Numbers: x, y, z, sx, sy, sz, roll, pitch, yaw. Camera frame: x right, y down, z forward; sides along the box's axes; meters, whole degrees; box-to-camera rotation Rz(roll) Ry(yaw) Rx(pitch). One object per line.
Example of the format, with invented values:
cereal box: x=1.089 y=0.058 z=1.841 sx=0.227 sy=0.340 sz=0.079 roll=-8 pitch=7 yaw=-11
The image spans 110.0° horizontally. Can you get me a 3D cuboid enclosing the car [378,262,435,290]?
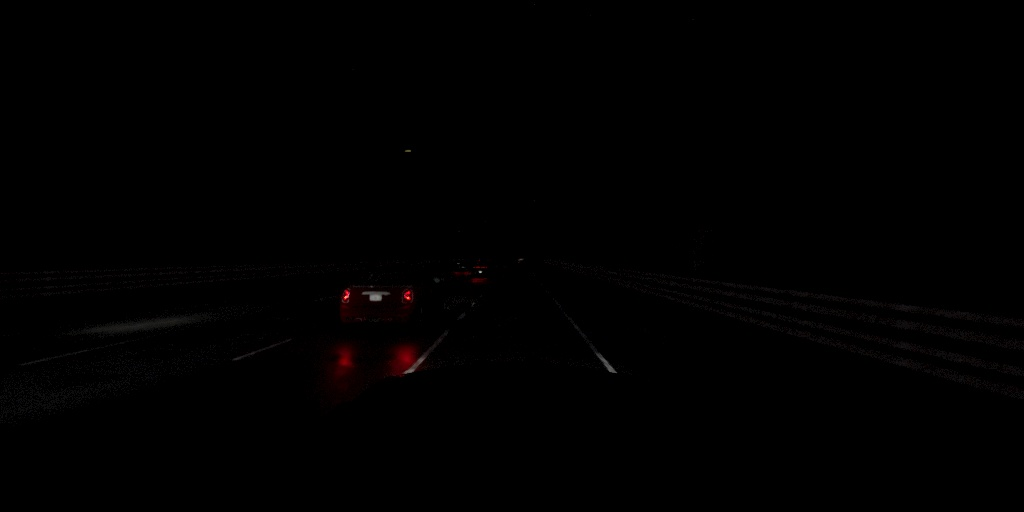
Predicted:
car: x=-6.678 y=1.204 z=23.307 sx=2.128 sy=1.511 sz=4.902 roll=0 pitch=0 yaw=1

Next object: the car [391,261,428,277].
car: x=-9.952 y=1.244 z=35.357 sx=2.033 sy=1.411 sz=5.357 roll=0 pitch=0 yaw=1

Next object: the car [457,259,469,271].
car: x=-6.208 y=1.214 z=48.293 sx=2.128 sy=1.511 sz=4.902 roll=0 pitch=0 yaw=1

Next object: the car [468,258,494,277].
car: x=-2.937 y=1.247 z=36.237 sx=1.837 sy=1.490 sz=4.892 roll=0 pitch=0 yaw=1

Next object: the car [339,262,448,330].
car: x=-3.407 y=1.082 z=11.195 sx=2.097 sy=1.767 sz=4.553 roll=0 pitch=0 yaw=1
